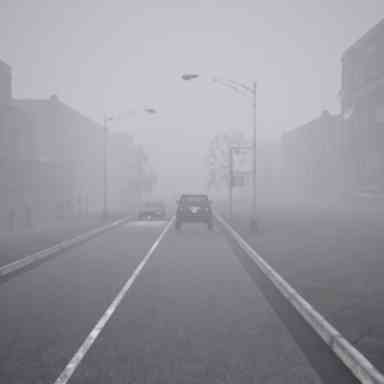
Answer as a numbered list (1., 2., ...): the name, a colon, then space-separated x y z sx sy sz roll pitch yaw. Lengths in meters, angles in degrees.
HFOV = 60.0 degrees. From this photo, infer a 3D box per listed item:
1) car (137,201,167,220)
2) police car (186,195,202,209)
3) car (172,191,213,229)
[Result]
1. car: -3.054 1.396 26.443 2.033 1.411 5.357 0 0 0
2. police car: 0.227 1.167 41.359 1.930 1.638 5.238 0 0 0
3. car: 0.137 1.109 20.924 2.150 2.045 5.566 0 0 0
